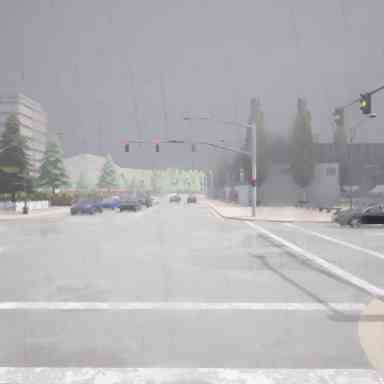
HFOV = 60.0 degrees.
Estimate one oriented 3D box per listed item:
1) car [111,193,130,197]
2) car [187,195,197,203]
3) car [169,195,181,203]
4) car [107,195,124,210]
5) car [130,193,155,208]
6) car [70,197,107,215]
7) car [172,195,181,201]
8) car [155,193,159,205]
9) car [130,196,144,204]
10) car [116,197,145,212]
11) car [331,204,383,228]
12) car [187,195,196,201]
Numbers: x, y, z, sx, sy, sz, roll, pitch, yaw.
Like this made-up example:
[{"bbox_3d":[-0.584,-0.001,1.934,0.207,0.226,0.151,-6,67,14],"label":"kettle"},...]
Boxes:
[{"bbox_3d":[-10.612,1.352,51.624,2.097,1.767,4.553,0,0,0],"label":"car"},{"bbox_3d":[-0.034,1.477,66.473,1.882,1.535,5.008,0,0,0],"label":"car"},{"bbox_3d":[-3.534,1.505,66.471,1.837,1.490,4.892,0,0,0],"label":"car"},{"bbox_3d":[-10.613,1.477,43.108,1.882,1.535,5.008,0,0,0],"label":"car"},{"bbox_3d":[-7.100,1.221,48.403,2.150,2.045,5.566,0,0,0],"label":"car"},{"bbox_3d":[-10.675,1.352,33.973,2.097,1.767,4.553,0,0,2],"label":"car"},{"bbox_3d":[-3.540,1.407,76.841,1.994,1.385,4.181,0,0,0],"label":"car"},{"bbox_3d":[-7.090,1.219,59.331,2.150,2.045,5.566,0,0,0],"label":"car"},{"bbox_3d":[-10.569,1.564,64.289,1.994,1.385,4.181,0,0,1],"label":"car"},{"bbox_3d":[-7.104,1.601,38.665,1.895,1.301,4.718,0,0,0],"label":"car"},{"bbox_3d":[11.537,1.491,21.338,4.902,1.511,2.128,0,0,-1],"label":"car"},{"bbox_3d":[-0.040,1.407,76.843,1.994,1.385,4.181,0,0,0],"label":"car"}]
